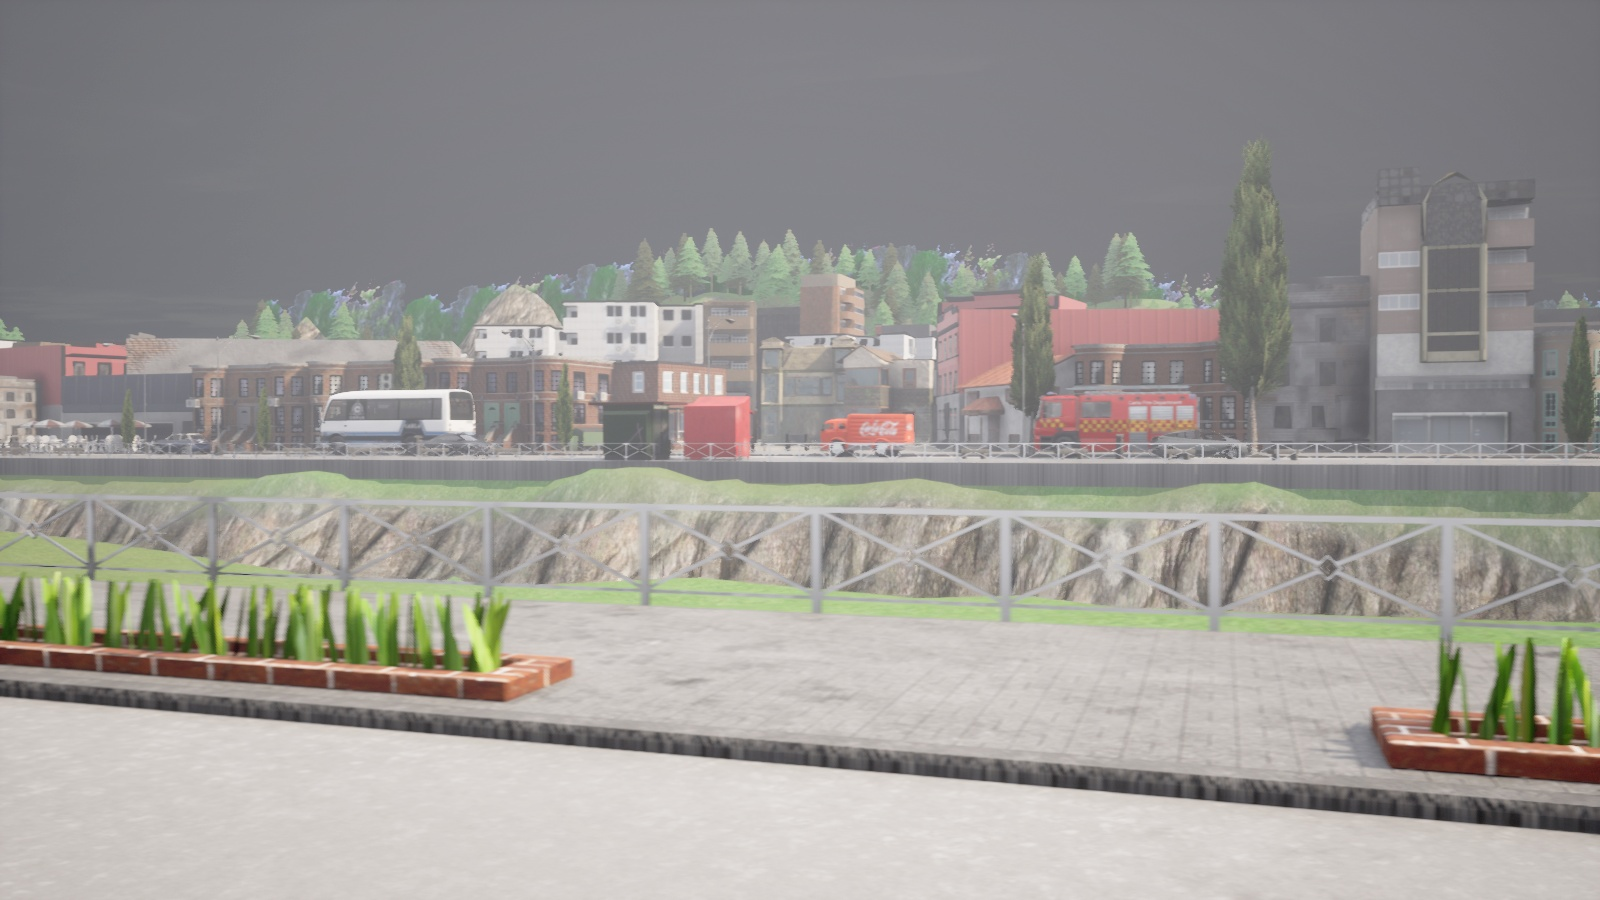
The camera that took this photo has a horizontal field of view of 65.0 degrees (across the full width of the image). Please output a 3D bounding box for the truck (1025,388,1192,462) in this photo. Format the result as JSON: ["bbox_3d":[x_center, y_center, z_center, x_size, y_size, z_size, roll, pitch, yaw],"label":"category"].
[{"bbox_3d":[16.577,-1.356,67.450,8.468,3.827,2.891,1,1,19],"label":"truck"}]

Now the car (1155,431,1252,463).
[{"bbox_3d":[19.944,-0.146,62.117,4.514,1.525,2.007,1,1,19],"label":"car"}]

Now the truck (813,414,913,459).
[{"bbox_3d":[3.634,-0.797,71.812,5.204,2.467,2.627,0,1,19],"label":"truck"}]

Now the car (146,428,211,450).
[{"bbox_3d":[-43.345,-0.774,87.607,3.806,1.475,1.970,1,1,19],"label":"car"}]

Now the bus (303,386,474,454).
[{"bbox_3d":[-26.891,-1.965,82.057,10.273,4.253,3.944,1,1,19],"label":"bus"}]

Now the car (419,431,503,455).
[{"bbox_3d":[-20.446,-0.437,75.693,4.674,1.442,1.812,1,1,19],"label":"car"}]
